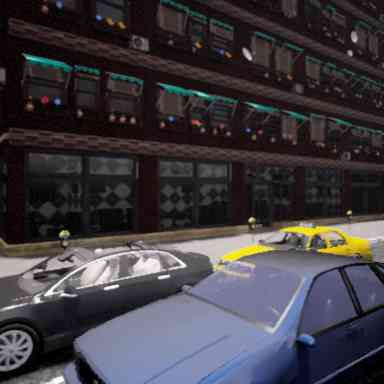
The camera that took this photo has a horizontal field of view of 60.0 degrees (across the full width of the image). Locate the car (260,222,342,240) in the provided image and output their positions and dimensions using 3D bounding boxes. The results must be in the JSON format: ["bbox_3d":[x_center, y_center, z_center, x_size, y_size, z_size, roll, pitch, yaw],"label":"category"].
[{"bbox_3d":[2.800,1.498,8.557,4.829,1.417,1.752,0,0,-36],"label":"car"}]

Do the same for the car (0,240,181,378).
[{"bbox_3d":[-1.570,1.544,5.438,4.403,1.369,2.008,0,0,-36],"label":"car"}]

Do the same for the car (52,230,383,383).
[{"bbox_3d":[1.299,1.534,4.300,5.357,1.411,2.033,0,0,-35],"label":"car"}]
